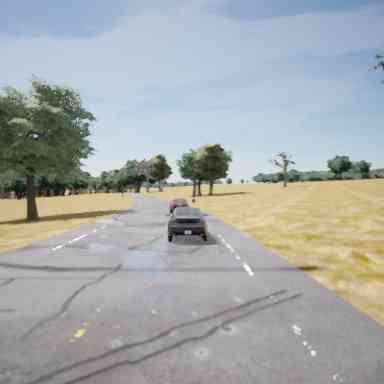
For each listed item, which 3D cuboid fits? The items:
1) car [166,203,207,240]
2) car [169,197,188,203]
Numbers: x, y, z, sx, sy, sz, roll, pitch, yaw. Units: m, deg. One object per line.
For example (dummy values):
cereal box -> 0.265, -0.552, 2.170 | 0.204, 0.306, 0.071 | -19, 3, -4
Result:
car -> -0.264, 1.527, 16.989 | 1.837, 1.490, 4.892 | 0, 0, -2
car -> -1.474, 1.467, 37.668 | 2.097, 1.767, 4.553 | 0, 0, -4
